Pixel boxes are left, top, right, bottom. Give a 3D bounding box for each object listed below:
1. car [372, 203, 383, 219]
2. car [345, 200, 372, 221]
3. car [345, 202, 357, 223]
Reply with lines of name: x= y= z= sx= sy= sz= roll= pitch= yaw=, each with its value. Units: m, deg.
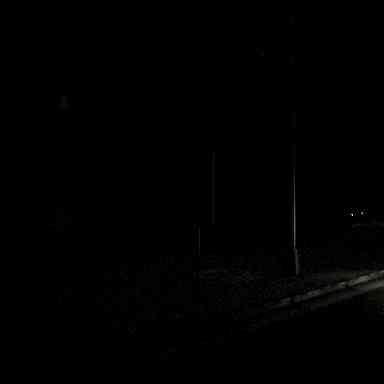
car: x=15.844 y=1.581 z=29.012 sx=1.947 sy=1.339 sz=4.313 roll=0 pitch=0 yaw=-35
car: x=10.845 y=1.209 z=26.575 sx=2.150 sy=2.045 sz=5.566 roll=0 pitch=0 yaw=-35
car: x=9.307 y=1.540 z=24.354 sx=1.947 sy=1.339 sz=4.313 roll=0 pitch=0 yaw=-35
